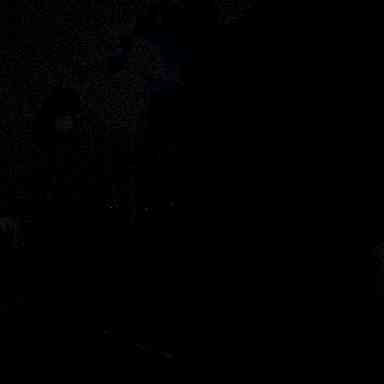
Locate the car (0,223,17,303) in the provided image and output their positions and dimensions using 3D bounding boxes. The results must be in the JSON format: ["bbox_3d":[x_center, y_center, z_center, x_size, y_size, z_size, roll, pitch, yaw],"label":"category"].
[{"bbox_3d":[-5.542,1.315,6.758,5.009,1.841,2.192,0,0,35],"label":"car"}]

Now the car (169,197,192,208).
[{"bbox_3d":[-0.821,1.350,45.127,2.033,1.411,5.357,0,0,36],"label":"car"}]

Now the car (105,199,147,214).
[{"bbox_3d":[-6.356,1.396,32.436,1.994,1.385,4.181,0,0,36],"label":"car"}]
